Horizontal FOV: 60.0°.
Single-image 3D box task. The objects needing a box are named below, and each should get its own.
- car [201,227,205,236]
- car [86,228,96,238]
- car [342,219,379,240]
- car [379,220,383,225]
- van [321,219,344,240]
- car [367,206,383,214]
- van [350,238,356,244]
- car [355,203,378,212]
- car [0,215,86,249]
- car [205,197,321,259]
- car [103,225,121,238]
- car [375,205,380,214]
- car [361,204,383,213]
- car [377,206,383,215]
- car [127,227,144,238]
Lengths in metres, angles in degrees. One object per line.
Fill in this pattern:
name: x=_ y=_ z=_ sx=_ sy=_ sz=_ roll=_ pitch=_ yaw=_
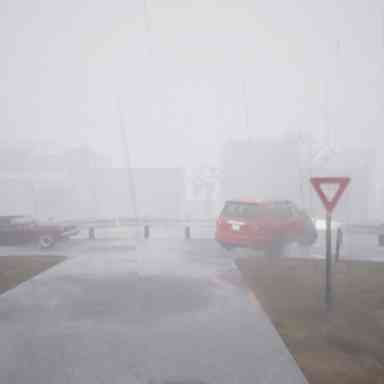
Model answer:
car: x=2.644 y=4.273 z=37.850 sx=2.185 sy=1.767 sz=4.553 roll=0 pitch=0 yaw=-18
car: x=-12.132 y=4.395 z=38.238 sx=2.097 sy=1.535 sz=5.008 roll=0 pitch=0 yaw=-18
car: x=17.455 y=4.148 z=37.380 sx=2.435 sy=2.045 sz=5.566 roll=0 pitch=0 yaw=-18
car: x=20.413 y=4.148 z=37.295 sx=2.435 sy=2.045 sz=5.566 roll=0 pitch=0 yaw=-18
van: x=14.443 y=4.173 z=37.597 sx=1.878 sy=1.987 sz=4.442 roll=0 pitch=0 yaw=-18
car: x=41.252 y=3.949 z=73.467 sx=4.674 sy=1.452 sz=2.002 roll=-1 pitch=0 yaw=-17
van: x=10.724 y=4.406 z=20.528 sx=1.878 sy=1.987 sz=4.442 roll=0 pitch=2 yaw=-18
car: x=41.620 y=3.706 z=79.463 sx=4.553 sy=1.767 sz=2.185 roll=-1 pitch=1 yaw=-17
car: x=-7.300 y=1.654 z=14.127 sx=4.718 sy=1.301 sz=1.895 roll=-2 pitch=1 yaw=2
car: x=3.098 y=1.247 z=13.377 sx=2.150 sy=2.045 sz=5.566 roll=3 pitch=3 yaw=37
car: x=-9.245 y=4.393 z=38.326 sx=1.946 sy=1.575 sz=5.366 roll=0 pitch=0 yaw=-18
car: x=41.052 y=3.823 z=70.463 sx=4.553 sy=1.767 sz=2.185 roll=-1 pitch=1 yaw=-17
car: x=41.452 y=3.744 z=76.467 sx=4.553 sy=1.767 sz=2.185 roll=-1 pitch=1 yaw=-17
car: x=40.929 y=3.988 z=67.464 sx=5.008 sy=1.535 sz=2.097 roll=-1 pitch=1 yaw=-17
car: x=-6.205 y=4.426 z=38.047 sx=2.163 sy=1.488 sz=4.792 roll=0 pitch=0 yaw=-18
